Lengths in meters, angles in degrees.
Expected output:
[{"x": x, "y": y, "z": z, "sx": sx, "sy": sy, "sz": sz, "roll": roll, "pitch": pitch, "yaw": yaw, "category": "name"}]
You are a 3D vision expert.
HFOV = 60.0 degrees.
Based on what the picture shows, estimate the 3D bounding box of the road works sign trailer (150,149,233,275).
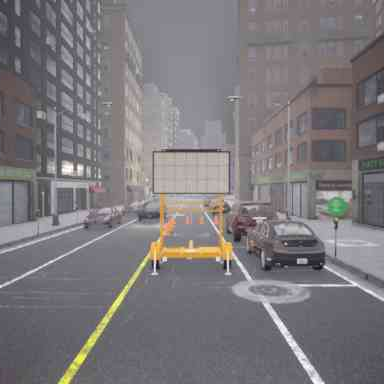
[{"x": -0.018, "y": 0.462, "z": 10.425, "sx": 2.380, "sy": 3.560, "sz": 2.880, "roll": 0, "pitch": 0, "yaw": 0, "category": "road works sign trailer"}]

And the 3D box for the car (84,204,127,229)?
[{"x": -5.711, "y": 1.577, "z": 21.731, "sx": 1.802, "sy": 1.307, "sz": 4.206, "roll": -1, "pitch": 0, "yaw": 0, "category": "car"}]

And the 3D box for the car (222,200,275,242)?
[{"x": 2.820, "y": 1.312, "z": 16.255, "sx": 2.192, "sy": 1.841, "sz": 5.009, "roll": -1, "pitch": 0, "yaw": 0, "category": "car"}]

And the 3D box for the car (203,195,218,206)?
[{"x": 2.767, "y": 1.542, "z": 49.292, "sx": 1.947, "sy": 1.339, "sz": 4.313, "roll": -1, "pitch": 0, "yaw": 0, "category": "car"}]

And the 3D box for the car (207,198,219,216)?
[{"x": 2.795, "y": 1.556, "z": 32.774, "sx": 1.947, "sy": 1.339, "sz": 4.313, "roll": -1, "pitch": 0, "yaw": 0, "category": "car"}]

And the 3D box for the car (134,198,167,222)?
[{"x": -3.045, "y": 1.470, "z": 26.347, "sx": 1.882, "sy": 1.535, "sz": 5.008, "roll": 0, "pitch": 0, "yaw": 0, "category": "car"}]

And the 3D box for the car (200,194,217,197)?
[{"x": 2.758, "y": 1.536, "z": 54.799, "sx": 1.947, "sy": 1.339, "sz": 4.313, "roll": -1, "pitch": 0, "yaw": 0, "category": "car"}]

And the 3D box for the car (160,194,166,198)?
[{"x": -5.770, "y": 1.285, "z": 54.778, "sx": 2.192, "sy": 1.841, "sz": 5.009, "roll": -1, "pitch": 0, "yaw": 0, "category": "car"}]

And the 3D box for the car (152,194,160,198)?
[{"x": -5.750, "y": 1.421, "z": 43.762, "sx": 1.967, "sy": 1.590, "sz": 4.097, "roll": -1, "pitch": 0, "yaw": 0, "category": "car"}]

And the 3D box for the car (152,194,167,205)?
[{"x": -5.779, "y": 1.278, "z": 60.285, "sx": 2.192, "sy": 1.841, "sz": 5.009, "roll": -1, "pitch": 0, "yaw": 0, "category": "car"}]

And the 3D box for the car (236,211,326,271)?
[{"x": 2.832, "y": 1.548, "z": 10.748, "sx": 2.008, "sy": 1.369, "sz": 4.403, "roll": -1, "pitch": 0, "yaw": 0, "category": "car"}]

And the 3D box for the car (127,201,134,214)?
[{"x": -5.730, "y": 1.572, "z": 32.746, "sx": 1.802, "sy": 1.307, "sz": 4.206, "roll": -1, "pitch": 0, "yaw": 0, "category": "car"}]

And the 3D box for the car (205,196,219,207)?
[{"x": 2.785, "y": 1.511, "z": 38.450, "sx": 1.752, "sy": 1.417, "sz": 4.829, "roll": -1, "pitch": 0, "yaw": 0, "category": "car"}]
